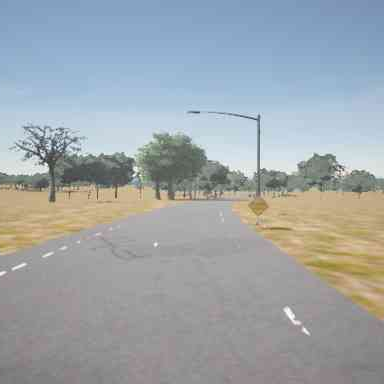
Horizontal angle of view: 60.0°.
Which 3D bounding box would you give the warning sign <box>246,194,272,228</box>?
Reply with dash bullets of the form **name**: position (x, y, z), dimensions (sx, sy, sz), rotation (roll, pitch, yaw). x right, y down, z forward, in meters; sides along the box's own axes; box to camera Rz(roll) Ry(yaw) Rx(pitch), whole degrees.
- **warning sign**: position (4.015, 1.119, 20.134), dimensions (1.300, 1.860, 1.060), rotation (2, 2, 2)
